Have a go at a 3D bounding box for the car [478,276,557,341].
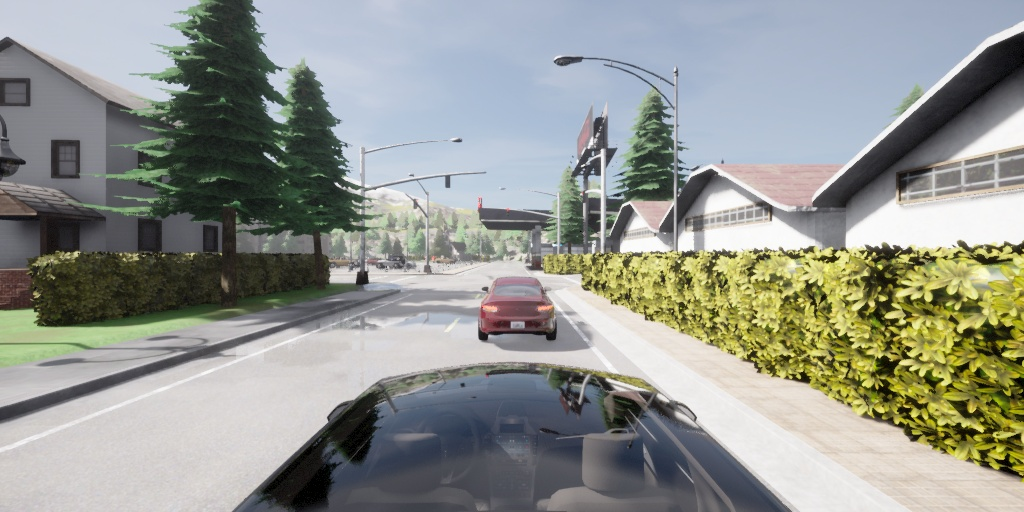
[{"bbox_3d":[0.127,1.276,9.791,1.812,1.442,4.674,0,0,0],"label":"car"}]
